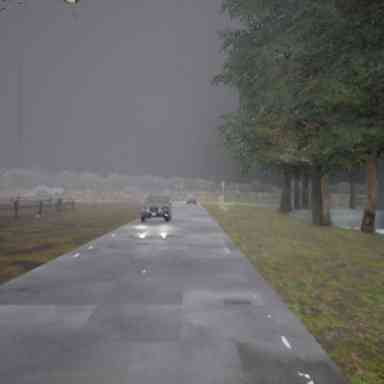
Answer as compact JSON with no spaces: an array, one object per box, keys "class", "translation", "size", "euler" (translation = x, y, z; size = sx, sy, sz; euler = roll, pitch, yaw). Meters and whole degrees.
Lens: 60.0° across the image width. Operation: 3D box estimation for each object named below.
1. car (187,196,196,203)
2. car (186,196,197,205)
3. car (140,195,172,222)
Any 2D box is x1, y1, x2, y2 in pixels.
[{"class":"car","translation":[-0.098,1.619,72.439],"size":[1.882,1.535,5.008],"euler":[0,-1,0]},{"class":"car","translation":[-0.084,1.689,62.023],"size":[1.837,1.490,4.892],"euler":[0,0,0]},{"class":"car","translation":[-2.789,1.273,27.061],"size":[2.150,2.045,5.566],"euler":[0,0,0]}]
